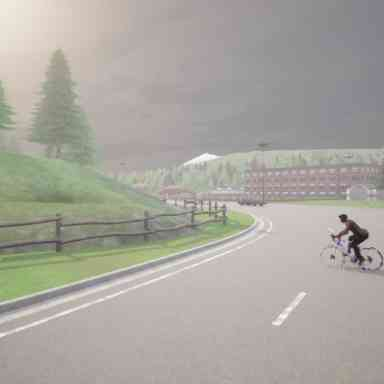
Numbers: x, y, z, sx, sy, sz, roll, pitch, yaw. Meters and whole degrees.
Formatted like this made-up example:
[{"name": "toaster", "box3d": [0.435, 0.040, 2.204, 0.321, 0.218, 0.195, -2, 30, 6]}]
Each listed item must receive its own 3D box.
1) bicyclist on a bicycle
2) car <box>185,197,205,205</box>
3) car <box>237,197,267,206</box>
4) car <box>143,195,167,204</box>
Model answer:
[{"name": "bicyclist on a bicycle", "box3d": [4.569, 1.455, 9.608, 1.656, 1.620, 0.582, -2, -1, 30]}, {"name": "car", "box3d": [0.420, 1.564, 60.125, 1.994, 1.385, 4.181, 0, 0, -38]}, {"name": "car", "box3d": [9.636, 1.547, 53.388, 2.033, 1.411, 5.357, 0, 0, -33]}, {"name": "car", "box3d": [-6.922, 1.601, 63.762, 1.895, 1.301, 4.718, 0, 0, -40]}]
